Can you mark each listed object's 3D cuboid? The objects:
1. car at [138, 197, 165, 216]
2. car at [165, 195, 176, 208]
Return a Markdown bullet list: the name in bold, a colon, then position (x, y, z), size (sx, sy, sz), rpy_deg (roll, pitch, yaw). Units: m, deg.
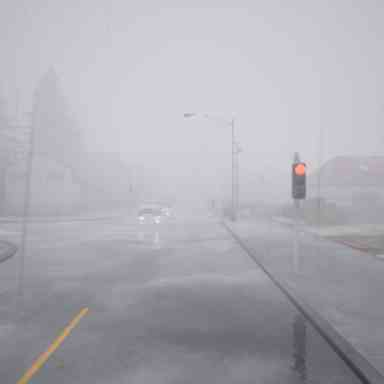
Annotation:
- **car**: position (-3.995, 1.497, 32.287), size (1.812, 1.442, 4.674), rpy_deg (0, 0, 0)
- **car**: position (-3.931, 1.449, 48.447), size (2.128, 1.511, 4.902), rpy_deg (0, 0, 1)
